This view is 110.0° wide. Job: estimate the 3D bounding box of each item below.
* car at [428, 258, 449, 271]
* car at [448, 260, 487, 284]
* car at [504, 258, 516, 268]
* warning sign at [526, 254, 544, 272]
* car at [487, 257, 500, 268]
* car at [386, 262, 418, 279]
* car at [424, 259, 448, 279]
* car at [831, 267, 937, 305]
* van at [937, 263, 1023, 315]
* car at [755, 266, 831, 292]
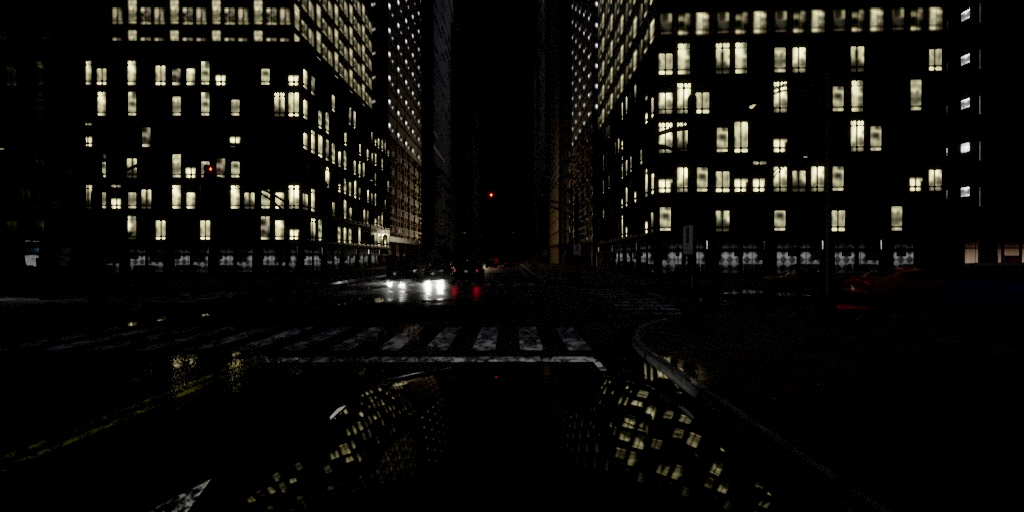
[{"bbox_3d":[-10.135,1.167,49.705,2.097,1.767,4.553,0,0,0],"label":"car"},{"bbox_3d":[-3.309,1.122,27.748,2.097,1.767,4.553,0,0,0],"label":"car"},{"bbox_3d":[-0.380,1.425,63.851,1.994,1.385,4.181,0,0,0],"label":"car"},{"bbox_3d":[2.611,0.909,40.854,1.300,1.860,1.060,0,0,0],"label":"warning sign"},{"bbox_3d":[-3.628,1.385,63.414,1.812,1.442,4.674,0,0,0],"label":"car"},{"bbox_3d":[-10.039,1.271,33.102,2.128,1.511,4.902,0,0,0],"label":"car"},{"bbox_3d":[-6.789,1.271,33.097,2.128,1.511,4.902,0,0,0],"label":"car"},{"bbox_3d":[17.281,1.252,15.468,5.008,1.535,1.882,0,0,3],"label":"car"},{"bbox_3d":[18.292,1.119,12.792,3.998,1.789,1.690,0,0,2],"label":"van"},{"bbox_3d":[16.971,1.293,20.956,4.829,1.417,1.751,0,0,2],"label":"car"}]
